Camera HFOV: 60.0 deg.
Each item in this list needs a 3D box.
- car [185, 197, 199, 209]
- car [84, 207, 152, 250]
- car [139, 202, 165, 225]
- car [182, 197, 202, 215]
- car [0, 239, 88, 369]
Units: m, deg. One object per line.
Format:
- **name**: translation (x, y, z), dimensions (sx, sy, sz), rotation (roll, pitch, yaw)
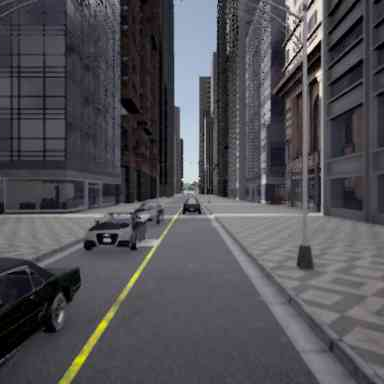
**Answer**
- **car**: translation (0.015, 1.534, 46.961), dimensions (1.837, 1.490, 4.892), rotation (0, 1, 0)
- **car**: translation (-3.091, 1.569, 14.151), dimensions (1.994, 1.385, 4.181), rotation (0, 0, 0)
- **car**: translation (-3.085, 1.501, 24.478), dimensions (2.128, 1.511, 4.902), rotation (0, 0, 0)
- **car**: translation (-0.002, 1.493, 34.569), dimensions (1.882, 1.535, 5.008), rotation (0, 0, 0)
- **car**: translation (-3.093, 1.603, 4.064), dimensions (1.895, 1.301, 4.718), rotation (0, 0, 2)
